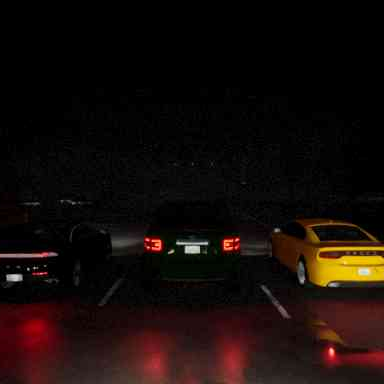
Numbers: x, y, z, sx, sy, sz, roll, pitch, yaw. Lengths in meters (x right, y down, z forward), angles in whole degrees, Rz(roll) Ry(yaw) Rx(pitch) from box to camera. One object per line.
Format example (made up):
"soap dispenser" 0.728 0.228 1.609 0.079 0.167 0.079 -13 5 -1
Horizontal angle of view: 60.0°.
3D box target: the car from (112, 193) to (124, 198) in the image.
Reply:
"car" -18.917 1.156 83.590 2.033 1.411 5.357 0 0 -1

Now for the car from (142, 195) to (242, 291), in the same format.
"car" -0.014 1.212 9.157 2.150 2.045 5.566 0 0 0

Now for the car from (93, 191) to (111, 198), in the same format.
"car" -18.598 0.928 67.903 2.150 2.045 5.566 0 0 -1

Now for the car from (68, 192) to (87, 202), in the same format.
"car" -22.056 1.273 65.164 1.994 1.385 4.181 0 0 -1

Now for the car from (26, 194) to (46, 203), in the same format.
"car" -29.004 1.089 61.929 2.097 1.767 4.553 0 0 -1

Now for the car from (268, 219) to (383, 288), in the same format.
"car" 3.475 1.468 9.211 1.882 1.535 5.008 0 0 0

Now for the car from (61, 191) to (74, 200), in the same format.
"car" -29.297 0.865 79.130 2.150 2.045 5.566 0 0 -1

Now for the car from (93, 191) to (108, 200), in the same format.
"car" -22.344 0.854 81.196 2.150 2.045 5.566 0 0 -1

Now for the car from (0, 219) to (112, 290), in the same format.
"car" -3.522 1.482 9.012 2.128 1.511 4.902 0 0 0
